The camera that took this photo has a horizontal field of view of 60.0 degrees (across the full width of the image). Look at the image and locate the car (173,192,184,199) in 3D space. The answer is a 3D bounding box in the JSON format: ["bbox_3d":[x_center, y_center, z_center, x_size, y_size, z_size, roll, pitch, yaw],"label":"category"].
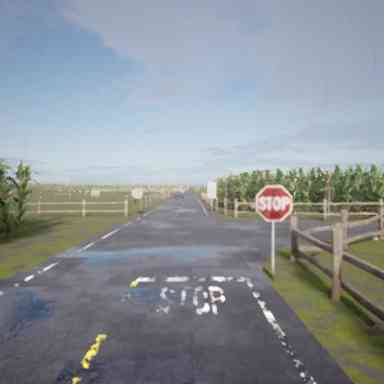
[{"bbox_3d":[-2.745,0.651,69.001,1.994,1.385,4.181,0,1,0],"label":"car"}]
